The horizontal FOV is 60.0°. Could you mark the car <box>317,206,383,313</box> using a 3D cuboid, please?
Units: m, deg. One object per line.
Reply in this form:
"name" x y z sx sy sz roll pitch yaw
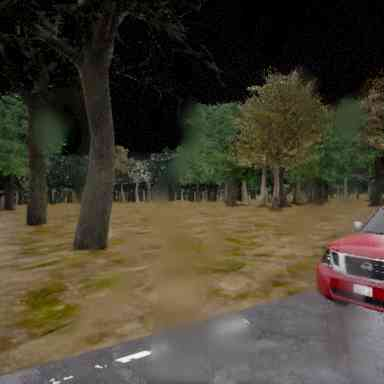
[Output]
"car" 4.970 1.218 6.931 5.566 2.045 2.150 0 0 -36
